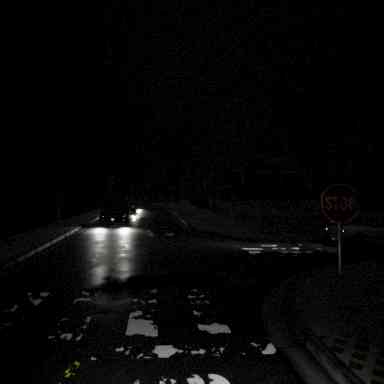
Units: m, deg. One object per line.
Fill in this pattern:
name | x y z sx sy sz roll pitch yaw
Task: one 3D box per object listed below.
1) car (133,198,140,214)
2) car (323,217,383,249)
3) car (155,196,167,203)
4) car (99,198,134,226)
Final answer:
car | -6.565 1.384 33.731 1.882 1.535 5.008 0 0 -7
car | 8.438 1.784 14.851 4.718 1.301 1.895 1 -3 -4
car | -6.201 1.496 66.677 1.812 1.442 4.674 0 0 3
car | -5.235 1.443 23.053 1.837 1.490 4.892 0 0 -7
